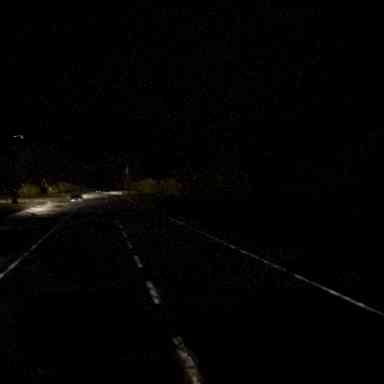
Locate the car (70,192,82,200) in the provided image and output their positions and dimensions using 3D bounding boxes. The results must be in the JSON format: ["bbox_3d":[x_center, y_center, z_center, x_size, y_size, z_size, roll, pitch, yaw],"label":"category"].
[{"bbox_3d":[-21.261,0.620,61.267,2.033,1.411,5.357,-1,1,-15],"label":"car"}]
